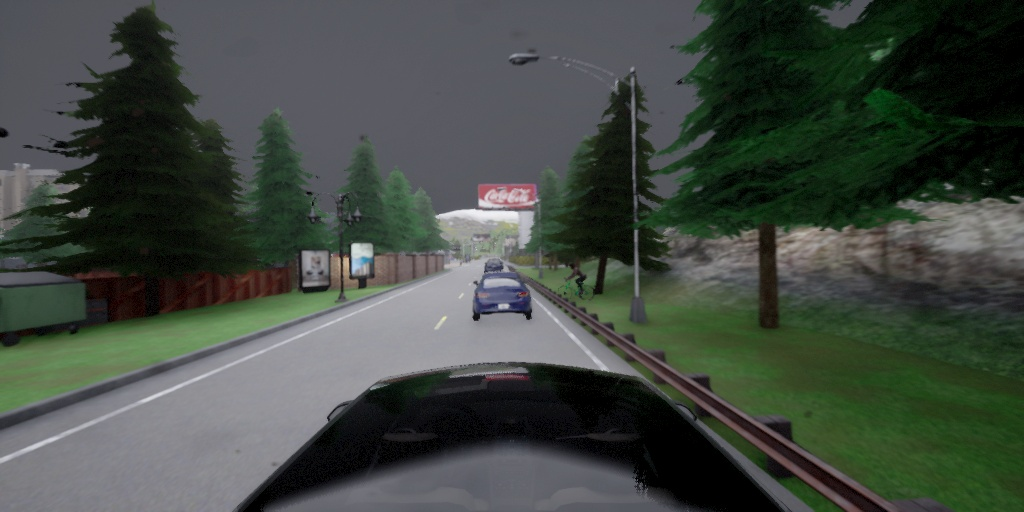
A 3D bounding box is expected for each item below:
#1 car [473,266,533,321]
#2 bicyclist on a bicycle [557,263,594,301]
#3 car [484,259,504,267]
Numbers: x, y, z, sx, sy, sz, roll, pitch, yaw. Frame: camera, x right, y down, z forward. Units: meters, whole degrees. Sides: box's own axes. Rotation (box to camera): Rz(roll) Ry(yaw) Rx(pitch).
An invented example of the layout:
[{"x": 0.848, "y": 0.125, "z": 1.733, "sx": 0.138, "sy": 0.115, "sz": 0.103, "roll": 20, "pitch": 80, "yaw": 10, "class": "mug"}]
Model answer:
[{"x": -0.374, "y": 1.267, "z": 12.492, "sx": 1.812, "sy": 1.442, "sz": 4.674, "roll": -1, "pitch": 0, "yaw": -3, "class": "car"}, {"x": 2.734, "y": 1.136, "z": 15.415, "sx": 1.656, "sy": 1.620, "sz": 0.582, "roll": 0, "pitch": 0, "yaw": -3, "class": "bicyclist on a bicycle"}, {"x": -2.018, "y": 1.080, "z": 40.348, "sx": 2.097, "sy": 1.767, "sz": 4.553, "roll": -1, "pitch": 0, "yaw": -3, "class": "car"}]
